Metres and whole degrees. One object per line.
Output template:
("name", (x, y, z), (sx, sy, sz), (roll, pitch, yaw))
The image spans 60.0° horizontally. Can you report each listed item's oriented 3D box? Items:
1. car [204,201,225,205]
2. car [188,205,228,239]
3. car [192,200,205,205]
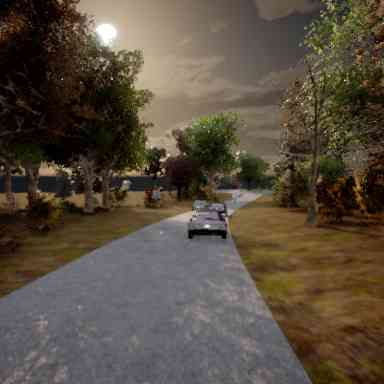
("car", (2.907, 1.828, 36.336), (2.033, 1.411, 5.357), (0, -1, 8))
("car", (0.877, 1.621, 17.916), (1.994, 1.385, 4.181), (0, 0, 4))
("car", (1.144, 1.837, 43.580), (2.128, 1.511, 4.902), (1, -1, 10))
